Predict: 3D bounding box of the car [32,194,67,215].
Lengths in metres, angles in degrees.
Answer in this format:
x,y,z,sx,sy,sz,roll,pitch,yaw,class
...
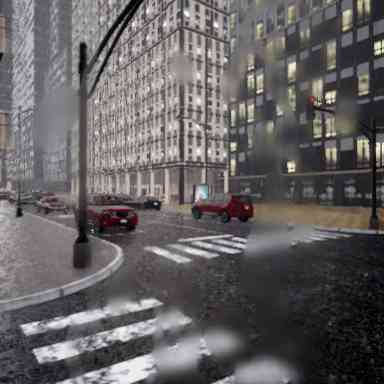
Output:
x,y,z,sx,sy,sz,roll,pitch,yaw,class
-11.228,1.068,26.756,1.802,1.307,4.206,2,0,-36,car

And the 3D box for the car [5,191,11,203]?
x,y,z,sx,sy,sz,roll,pitch,yaw,class
-21.004,0.754,40.218,1.802,1.307,4.206,2,0,-36,car

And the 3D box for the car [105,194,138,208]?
x,y,z,sx,sy,sz,roll,pitch,yaw,class
-7.744,0.965,36.220,1.947,1.339,4.313,1,0,-36,car

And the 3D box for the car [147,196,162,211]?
x,y,z,sx,sy,sz,roll,pitch,yaw,class
-4.484,1.069,31.731,1.947,1.339,4.313,1,0,-36,car

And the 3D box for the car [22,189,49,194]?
x,y,z,sx,sy,sz,roll,pitch,yaw,class
-21.423,0.659,45.305,1.994,1.385,4.181,0,1,-36,car

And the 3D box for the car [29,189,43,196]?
x,y,z,sx,sy,sz,roll,pitch,yaw,class
-33.819,0.098,72.128,1.887,1.381,4.507,1,0,-36,car

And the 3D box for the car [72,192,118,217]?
x,y,z,sx,sy,sz,roll,pitch,yaw,class
-7.774,0.888,26.387,2.097,1.767,4.553,0,1,-36,car

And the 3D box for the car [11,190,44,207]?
x,y,z,sx,sy,sz,roll,pitch,yaw,class
-17.745,0.828,35.731,2.008,1.369,4.403,2,0,-36,car

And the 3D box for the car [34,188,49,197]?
x,y,z,sx,sy,sz,roll,pitch,yaw,class
-30.556,0.100,67.639,1.967,1.590,4.097,1,0,-36,car

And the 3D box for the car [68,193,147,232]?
x,y,z,sx,sy,sz,roll,pitch,yaw,class
-4.703,1.008,17.781,2.192,1.841,5.009,2,0,-36,car

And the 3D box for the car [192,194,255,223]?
x,y,z,sx,sy,sz,roll,pitch,yaw,class
2.041,1.025,22.754,2.192,1.841,5.009,1,0,-36,car

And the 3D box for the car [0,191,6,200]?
x,y,z,sx,sy,sz,roll,pitch,yaw,class
-27.521,0.505,49.194,1.887,1.381,4.507,2,0,-36,car

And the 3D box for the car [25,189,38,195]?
x,y,z,sx,sy,sz,roll,pitch,yaw,class
-37.079,-0.009,76.617,1.887,1.381,4.507,1,0,-36,car

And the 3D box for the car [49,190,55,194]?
x,y,z,sx,sy,sz,roll,pitch,yaw,class
-27.300,0.311,63.151,1.887,1.381,4.507,1,0,-36,car
